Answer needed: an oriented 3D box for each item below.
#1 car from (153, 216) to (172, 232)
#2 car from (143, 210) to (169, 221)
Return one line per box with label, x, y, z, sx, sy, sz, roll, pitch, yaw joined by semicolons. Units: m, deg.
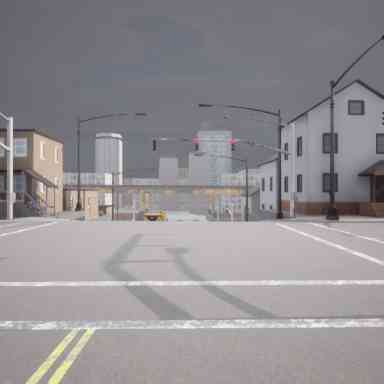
car;-3.776;4.235;43.667;2.128;1.511;4.902;0;-13;-1
car;-3.670;2.536;33.444;1.882;1.535;5.008;0;-9;1
